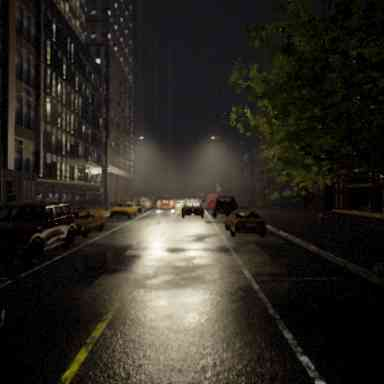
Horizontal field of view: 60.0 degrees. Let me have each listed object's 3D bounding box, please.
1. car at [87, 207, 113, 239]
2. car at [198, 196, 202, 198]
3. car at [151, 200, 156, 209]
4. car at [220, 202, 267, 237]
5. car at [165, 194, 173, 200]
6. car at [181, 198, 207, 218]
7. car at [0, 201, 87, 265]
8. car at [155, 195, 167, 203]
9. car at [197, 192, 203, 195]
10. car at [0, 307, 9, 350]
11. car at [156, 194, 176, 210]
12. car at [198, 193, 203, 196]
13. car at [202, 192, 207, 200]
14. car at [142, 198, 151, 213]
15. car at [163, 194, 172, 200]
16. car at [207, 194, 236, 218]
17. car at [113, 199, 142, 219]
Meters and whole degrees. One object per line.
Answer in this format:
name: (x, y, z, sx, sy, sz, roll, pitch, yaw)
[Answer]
car: (-5.689, 1.463, 17.085, 1.752, 1.417, 4.829, 1, 0, 0)
car: (0.040, 1.443, 40.851, 1.895, 1.301, 4.718, 0, 0, 0)
car: (-5.701, 1.374, 39.270, 1.752, 1.417, 4.829, 1, 0, 0)
car: (2.692, 1.462, 17.432, 1.752, 1.417, 4.829, 1, 0, 0)
car: (-5.727, 1.220, 83.806, 1.802, 1.307, 4.206, 1, 0, 0)
car: (0.071, 1.494, 28.584, 1.895, 1.301, 4.718, 0, 0, 0)
car: (-5.683, 1.273, 11.709, 2.192, 1.841, 5.009, 1, 0, 0)
car: (-5.714, 1.314, 61.623, 1.947, 1.339, 4.313, 1, 0, 0)
car: (2.651, 0.897, 94.904, 2.192, 1.841, 5.009, 1, 0, 0)
car: (-3.102, 1.595, 1.700, 1.895, 1.301, 4.718, 0, 0, 0)
car: (-3.119, 1.195, 40.673, 2.097, 1.767, 4.553, 0, 0, 0)
car: (2.666, 1.314, 61.630, 1.947, 1.339, 4.313, 1, 0, 0)
car: (2.682, 1.164, 39.446, 2.192, 1.841, 5.009, 1, 0, 0)
car: (-5.699, 1.437, 33.895, 1.947, 1.339, 4.313, 1, 0, 0)
car: (-5.724, 1.232, 78.260, 1.947, 1.339, 4.313, 1, 0, 0)
car: (2.688, 1.209, 28.354, 2.192, 1.841, 5.009, 1, 0, 0)
car: (-5.695, 1.420, 28.177, 1.752, 1.417, 4.829, 1, 0, 0)
